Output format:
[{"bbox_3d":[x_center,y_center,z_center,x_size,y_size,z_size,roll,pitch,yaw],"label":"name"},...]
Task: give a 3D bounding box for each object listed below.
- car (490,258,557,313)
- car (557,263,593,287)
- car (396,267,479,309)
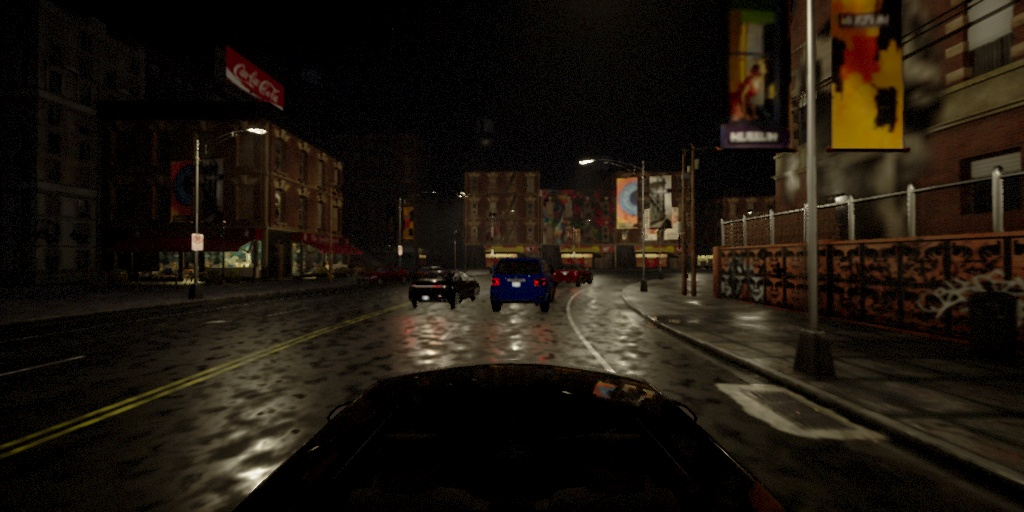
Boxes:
[{"bbox_3d":[0.583,1.090,15.008,2.150,2.045,5.566,0,0,9],"label":"car"},{"bbox_3d":[4.771,1.342,27.704,2.097,1.767,4.553,0,-1,27],"label":"car"},{"bbox_3d":[-2.814,1.374,15.817,2.128,1.511,4.902,0,0,10],"label":"car"}]
